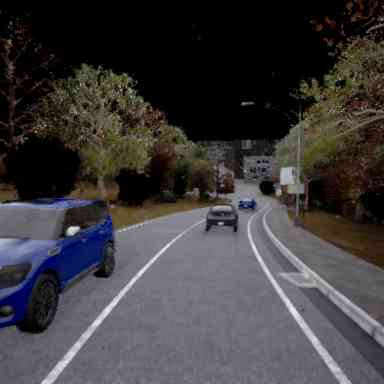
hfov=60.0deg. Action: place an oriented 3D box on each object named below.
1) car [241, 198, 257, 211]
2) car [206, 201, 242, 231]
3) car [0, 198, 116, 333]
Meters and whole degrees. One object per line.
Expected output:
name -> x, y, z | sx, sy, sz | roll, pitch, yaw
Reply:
car -> 7.094, 1.506, 42.181 | 1.882, 1.535, 5.008 | 2, 0, 16
car -> 1.974, 1.498, 20.783 | 1.837, 1.490, 4.892 | 1, 0, 9
car -> -3.290, 1.188, 7.150 | 2.150, 2.045, 5.566 | 0, 0, 3
